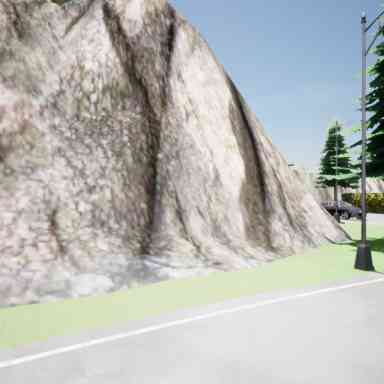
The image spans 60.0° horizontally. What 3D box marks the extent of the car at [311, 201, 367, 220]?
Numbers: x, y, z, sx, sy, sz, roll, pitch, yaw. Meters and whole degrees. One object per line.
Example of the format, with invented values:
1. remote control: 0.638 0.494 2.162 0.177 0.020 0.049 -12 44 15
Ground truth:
1. car: 12.368 1.492 28.302 2.128 1.511 4.902 0 0 -26
